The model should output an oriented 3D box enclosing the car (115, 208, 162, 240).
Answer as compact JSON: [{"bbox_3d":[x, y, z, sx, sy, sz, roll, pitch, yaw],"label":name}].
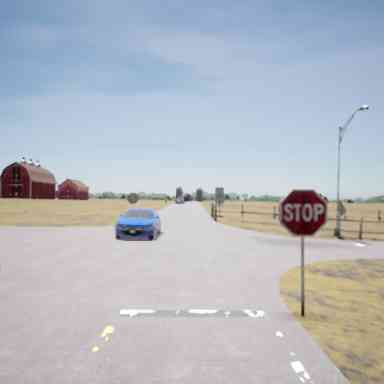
[{"bbox_3d":[-2.704,1.598,17.639,1.882,1.535,5.008,2,-2,0],"label":"car"}]

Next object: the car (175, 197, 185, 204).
[{"bbox_3d":[-2.679,1.859,75.611,2.097,1.767,4.553,0,-1,0],"label":"car"}]
